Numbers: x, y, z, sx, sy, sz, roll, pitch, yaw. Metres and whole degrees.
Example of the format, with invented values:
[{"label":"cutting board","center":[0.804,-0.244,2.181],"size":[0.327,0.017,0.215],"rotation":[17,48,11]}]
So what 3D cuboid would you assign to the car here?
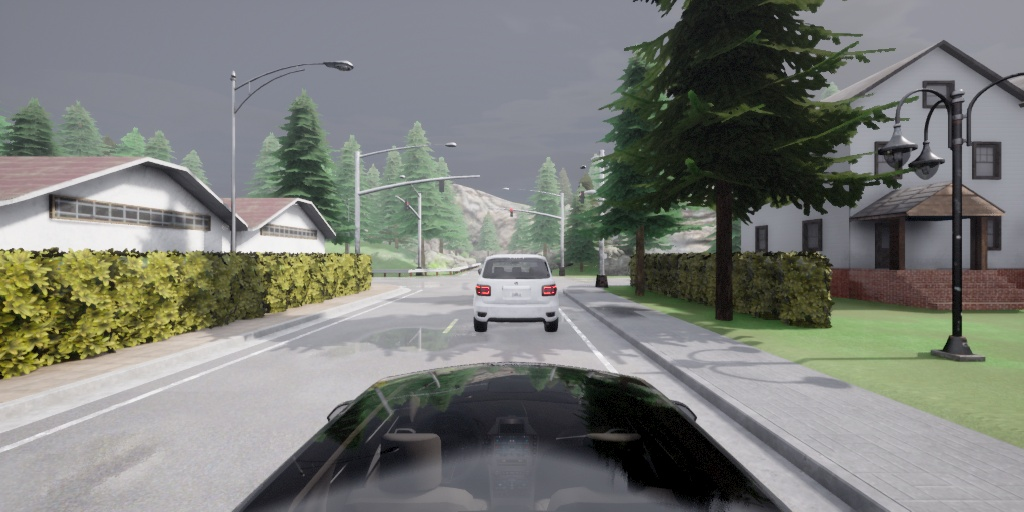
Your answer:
[{"label":"car","center":[0.104,0.971,10.964],"size":[2.150,2.045,5.566],"rotation":[0,0,0]}]
